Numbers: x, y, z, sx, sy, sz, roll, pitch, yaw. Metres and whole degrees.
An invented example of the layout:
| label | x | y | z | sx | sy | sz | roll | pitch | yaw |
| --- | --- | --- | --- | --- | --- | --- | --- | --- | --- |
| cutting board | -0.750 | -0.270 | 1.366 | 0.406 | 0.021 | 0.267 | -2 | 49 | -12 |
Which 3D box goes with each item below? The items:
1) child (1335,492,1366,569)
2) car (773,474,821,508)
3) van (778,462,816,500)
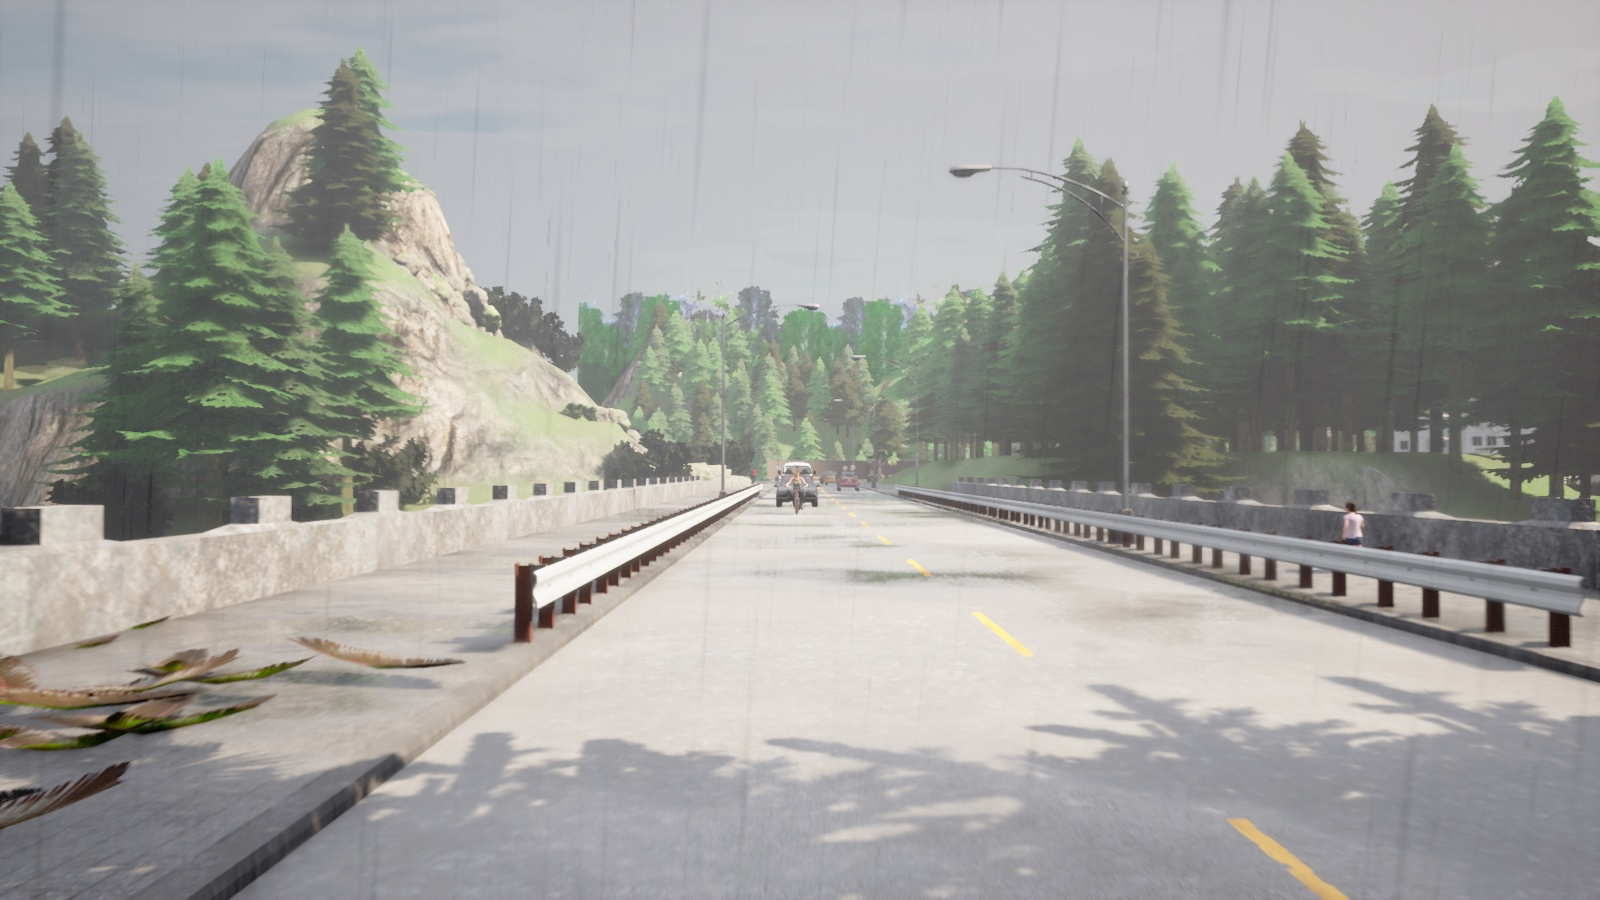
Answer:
| label | x | y | z | sx | sy | sz | roll | pitch | yaw |
| --- | --- | --- | --- | --- | --- | --- | --- | --- | --- |
| child | 8.114 | 1.182 | 18.529 | 0.255 | 1.110 | 0.394 | 0 | -1 | -3 |
| car | -0.120 | 1.794 | 55.651 | 2.033 | 1.411 | 5.357 | 0 | -1 | 0 |
| van | -0.153 | 1.717 | 70.162 | 2.069 | 2.038 | 4.480 | 0 | -1 | 0 |
